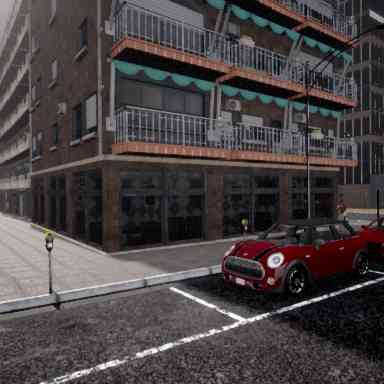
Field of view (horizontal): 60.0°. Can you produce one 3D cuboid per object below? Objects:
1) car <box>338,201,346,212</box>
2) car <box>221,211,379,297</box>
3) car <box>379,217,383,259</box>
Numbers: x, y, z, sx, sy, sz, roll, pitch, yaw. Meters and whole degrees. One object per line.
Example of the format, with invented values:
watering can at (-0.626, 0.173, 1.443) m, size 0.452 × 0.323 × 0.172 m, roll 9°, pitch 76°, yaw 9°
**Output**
car at (16.460, 1.746, 40.560) m, size 1.967 × 1.590 × 4.097 m, roll -2°, pitch 0°, yaw -36°
car at (2.679, 1.439, 8.474) m, size 4.097 × 1.590 × 1.967 m, roll 0°, pitch -1°, yaw -35°
car at (7.180, 1.543, 11.676) m, size 4.507 × 1.381 × 1.887 m, roll 0°, pitch -1°, yaw -35°
